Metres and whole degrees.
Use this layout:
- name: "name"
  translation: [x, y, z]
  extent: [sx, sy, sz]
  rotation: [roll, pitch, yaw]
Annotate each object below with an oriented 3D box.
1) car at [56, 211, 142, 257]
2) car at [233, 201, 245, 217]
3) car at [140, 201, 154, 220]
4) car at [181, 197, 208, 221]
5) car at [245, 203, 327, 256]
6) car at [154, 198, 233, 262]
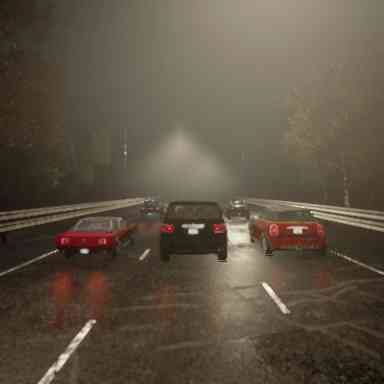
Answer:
- name: "car"
  translation: [-3.402, 1.608, 12.868]
  extent: [1.895, 1.301, 4.718]
  rotation: [0, 0, 1]
- name: "car"
  translation: [3.773, 1.507, 28.371]
  extent: [2.128, 1.511, 4.902]
  rotation: [0, 0, 1]
- name: "car"
  translation: [-3.227, 1.506, 28.447]
  extent: [2.128, 1.511, 4.902]
  rotation: [0, 0, 1]
- name: "car"
  translation: [0.272, 1.366, 28.326]
  extent: [2.097, 1.767, 4.553]
  rotation: [0, 0, 1]
- name: "car"
  translation: [3.608, 1.359, 13.349]
  extent: [2.097, 1.767, 4.553]
  rotation: [0, 0, 1]
- name: "car"
  translation: [0.089, 1.230, 12.355]
  extent: [2.150, 2.045, 5.566]
  rotation: [0, 0, 1]
